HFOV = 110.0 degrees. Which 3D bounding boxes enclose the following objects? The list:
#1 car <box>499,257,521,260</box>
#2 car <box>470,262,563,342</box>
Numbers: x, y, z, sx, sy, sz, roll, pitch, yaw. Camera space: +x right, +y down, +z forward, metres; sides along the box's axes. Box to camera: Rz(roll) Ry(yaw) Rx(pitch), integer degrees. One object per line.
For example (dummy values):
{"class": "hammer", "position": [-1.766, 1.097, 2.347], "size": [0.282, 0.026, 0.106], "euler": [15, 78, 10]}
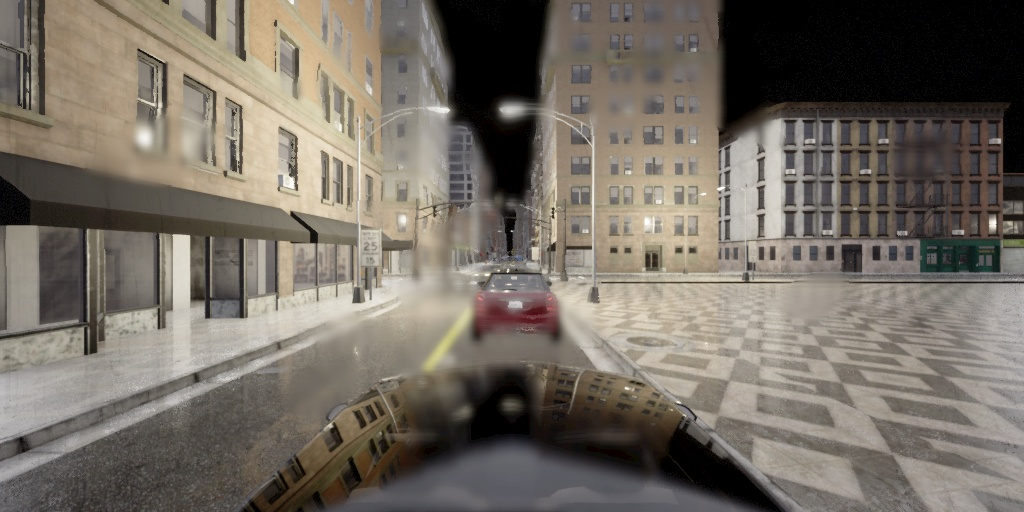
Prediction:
{"class": "car", "position": [0.054, 1.101, 19.772], "size": [2.097, 1.767, 4.553], "euler": [0, 0, -1]}
{"class": "car", "position": [0.104, 1.102, 9.956], "size": [2.097, 1.767, 4.553], "euler": [0, 0, 0]}
